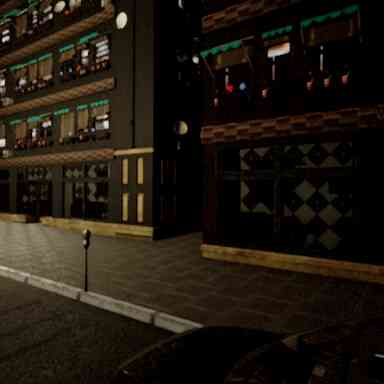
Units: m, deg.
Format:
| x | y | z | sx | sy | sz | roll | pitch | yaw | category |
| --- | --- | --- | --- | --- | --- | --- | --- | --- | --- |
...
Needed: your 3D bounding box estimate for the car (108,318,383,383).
| x | y | z | sx | sy | sz | roll | pitch | yaw | category |
| --- | --- | --- | --- | --- | --- | --- | --- | --- | --- |
| 1.268 | 1.551 | 1.968 | 4.403 | 1.369 | 2.008 | 1 | 0 | 36 | car |
